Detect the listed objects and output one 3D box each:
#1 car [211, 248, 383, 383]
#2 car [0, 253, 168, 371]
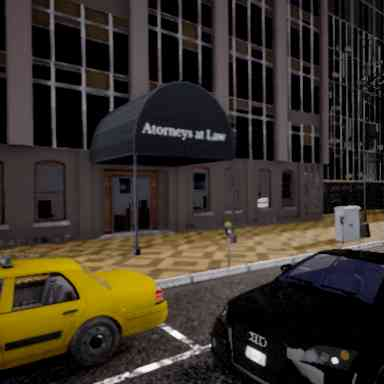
[{"bbox_3d":[2.301,1.563,4.712,4.181,1.385,1.994,0,0,-35],"label":"car"},{"bbox_3d":[-2.653,1.526,4.220,4.829,1.417,1.752,0,-1,-35],"label":"car"}]
